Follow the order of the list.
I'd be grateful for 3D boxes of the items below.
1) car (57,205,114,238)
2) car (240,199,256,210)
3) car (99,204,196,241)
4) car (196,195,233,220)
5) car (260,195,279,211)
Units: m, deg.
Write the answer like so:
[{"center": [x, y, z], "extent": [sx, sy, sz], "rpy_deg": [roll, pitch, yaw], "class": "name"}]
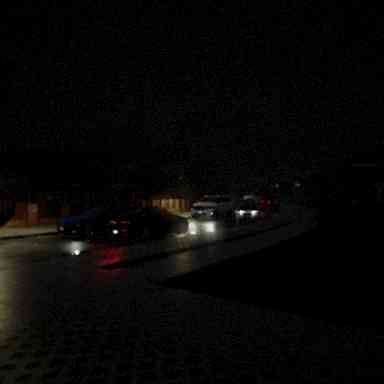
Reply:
[{"center": [-4.903, 1.510, 18.173], "extent": [1.882, 1.535, 5.008], "rpy_deg": [0, 0, 34], "class": "car"}, {"center": [7.598, 1.620, 44.806], "extent": [1.882, 1.535, 5.008], "rpy_deg": [0, 0, 15], "class": "car"}, {"center": [-2.080, 1.543, 17.041], "extent": [1.837, 1.490, 4.892], "rpy_deg": [0, 0, 35], "class": "car"}, {"center": [1.881, 1.310, 29.523], "extent": [2.150, 2.045, 5.566], "rpy_deg": [0, 0, 26], "class": "car"}, {"center": [10.033, 1.364, 42.970], "extent": [2.150, 2.045, 5.566], "rpy_deg": [0, 0, 15], "class": "car"}]
